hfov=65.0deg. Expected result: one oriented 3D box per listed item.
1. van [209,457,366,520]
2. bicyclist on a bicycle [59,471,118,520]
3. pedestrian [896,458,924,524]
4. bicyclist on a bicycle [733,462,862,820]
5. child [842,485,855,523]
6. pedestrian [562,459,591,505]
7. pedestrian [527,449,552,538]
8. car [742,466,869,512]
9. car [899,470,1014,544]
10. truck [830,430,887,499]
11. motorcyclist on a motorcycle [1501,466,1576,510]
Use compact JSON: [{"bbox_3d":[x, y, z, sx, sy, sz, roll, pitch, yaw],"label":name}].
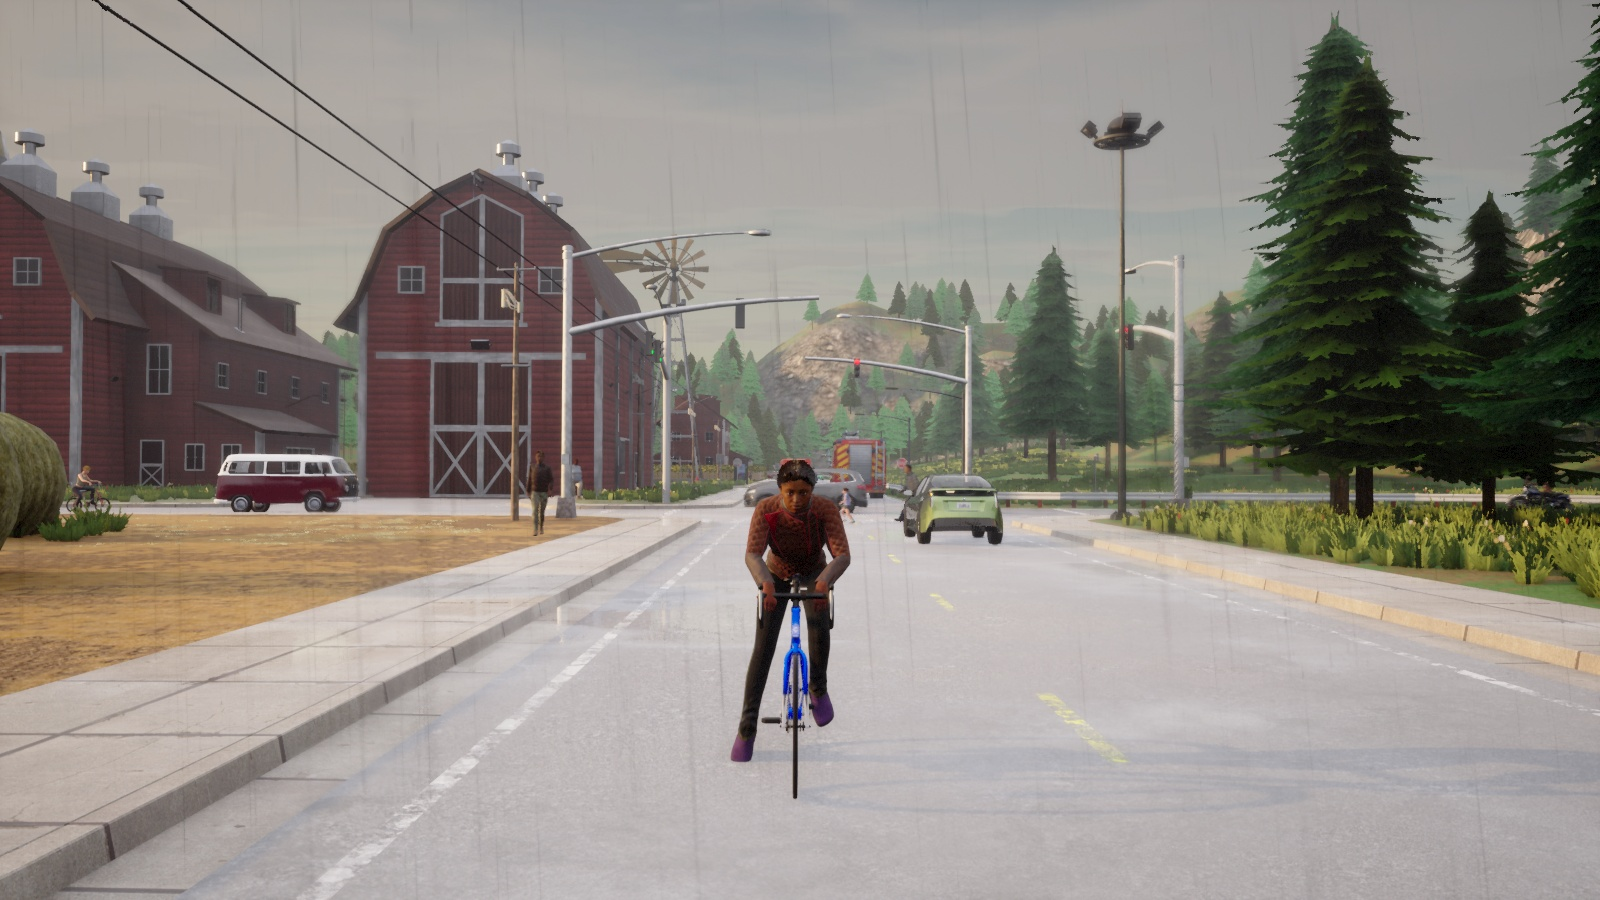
[{"bbox_3d":[-17.365,1.292,42.696,4.480,2.038,2.069,0,-1,-1],"label":"van"},{"bbox_3d":[-24.097,1.534,42.557,1.509,1.612,0.866,0,-1,-1],"label":"bicyclist on a bicycle"},{"bbox_3d":[3.303,1.226,37.659,0.788,1.949,0.423,0,-1,2],"label":"pedestrian"},{"bbox_3d":[-0.015,0.877,6.532,0.582,1.620,1.656,0,-1,0],"label":"bicyclist on a bicycle"},{"bbox_3d":[1.460,1.614,37.654,0.394,1.110,0.255,0,-1,1],"label":"child"},{"bbox_3d":[-9.183,1.312,51.580,0.874,1.855,0.900,0,-1,-33],"label":"pedestrian"},{"bbox_3d":[-5.479,0.913,26.414,0.431,1.840,0.703,0,-1,-5],"label":"pedestrian"},{"bbox_3d":[0.174,1.424,46.554,4.611,1.667,2.242,0,-1,-1],"label":"car"},{"bbox_3d":[3.437,1.223,28.401,2.007,1.525,4.514,0,-1,0],"label":"car"},{"bbox_3d":[3.338,0.872,73.734,2.891,3.827,8.468,0,-1,0],"label":"truck"},{"bbox_3d":[27.690,1.417,47.112,2.350,1.649,0.766,0,-1,-1],"label":"motorcyclist on a motorcycle"}]
